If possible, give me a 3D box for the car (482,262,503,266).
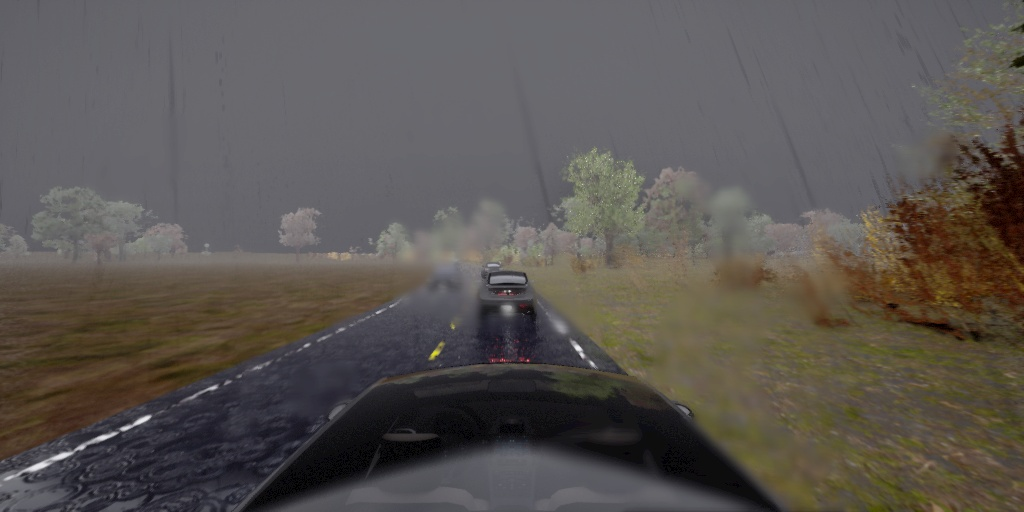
[{"bbox_3d":[-1.780,1.276,33.245,1.812,1.442,4.674,0,0,-6],"label":"car"}]

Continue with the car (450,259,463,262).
[{"bbox_3d":[-9.544,1.232,61.326,1.882,1.535,5.008,0,0,-12],"label":"car"}]

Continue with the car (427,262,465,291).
[{"bbox_3d":[-3.915,1.303,22.019,2.033,1.411,5.357,0,0,-4],"label":"car"}]

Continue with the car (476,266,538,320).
[{"bbox_3d":[-0.188,1.256,12.556,1.837,1.490,4.892,0,0,-2],"label":"car"}]
